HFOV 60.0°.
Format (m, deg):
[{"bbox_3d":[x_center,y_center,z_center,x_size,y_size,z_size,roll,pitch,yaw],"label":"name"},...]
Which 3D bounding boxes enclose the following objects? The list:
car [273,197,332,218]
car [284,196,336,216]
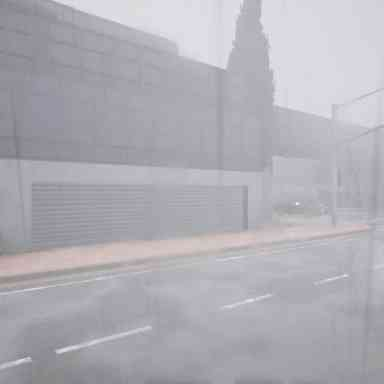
[{"bbox_3d":[9.703,1.491,30.360,2.128,1.511,4.902,0,0,-37],"label":"car"},{"bbox_3d":[11.793,1.352,33.417,2.097,1.767,4.553,0,0,-37],"label":"car"}]
